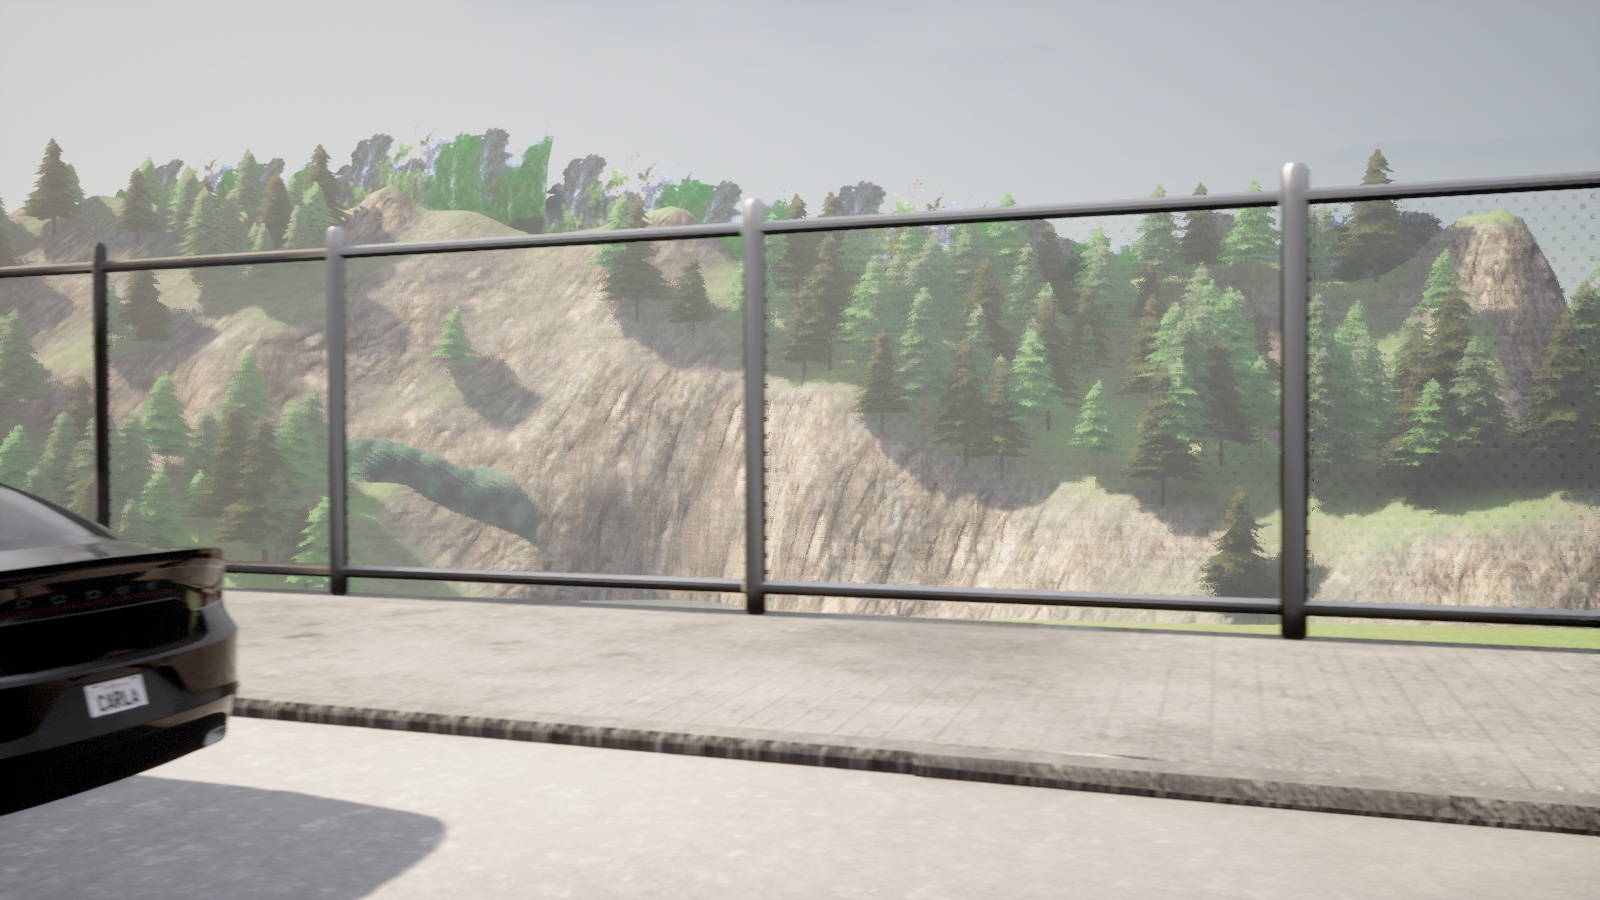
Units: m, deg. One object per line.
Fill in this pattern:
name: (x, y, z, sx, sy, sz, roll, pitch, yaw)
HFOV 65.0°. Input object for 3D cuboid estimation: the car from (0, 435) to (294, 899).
car: (-4.871, 0.700, 5.358, 5.008, 1.535, 1.882, 1, 1, 19)
